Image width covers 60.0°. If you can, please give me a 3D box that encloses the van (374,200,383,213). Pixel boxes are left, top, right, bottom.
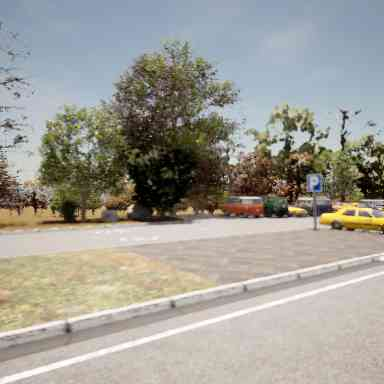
[{"bbox_3d":[29.730,2.225,49.379,1.878,1.987,4.442,2,-1,-35],"label":"van"}]

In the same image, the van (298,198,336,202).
[{"bbox_3d":[13.809,1.710,38.320,1.878,1.987,4.442,2,-1,-35],"label":"van"}]

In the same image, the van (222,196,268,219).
[{"bbox_3d":[4.691,1.437,31.823,1.878,1.987,4.442,1,-1,-35],"label":"van"}]

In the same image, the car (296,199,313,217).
[{"bbox_3d":[9.471,1.788,34.858,1.946,1.575,5.366,2,-1,-35],"label":"car"}]

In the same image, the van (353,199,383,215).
[{"bbox_3d":[25.085,2.078,46.356,1.878,1.987,4.442,2,-1,-35],"label":"van"}]

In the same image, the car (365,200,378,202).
[{"bbox_3d":[20.640,2.157,43.039,2.097,1.535,5.008,2,-1,-35],"label":"car"}]

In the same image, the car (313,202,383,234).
[{"bbox_3d":[10.115,1.608,19.255,1.946,1.575,5.366,1,-1,-35],"label":"car"}]

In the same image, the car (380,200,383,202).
[{"bbox_3d":[16.764,1.660,24.260,2.185,1.767,4.553,2,-1,-35],"label":"car"}]

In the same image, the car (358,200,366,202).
[{"bbox_3d":[18.283,2.080,41.359,2.097,1.535,5.008,2,-1,-35],"label":"car"}]

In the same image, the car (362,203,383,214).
[{"bbox_3d":[27.511,2.374,47.715,1.946,1.575,5.366,2,-1,-35],"label":"car"}]

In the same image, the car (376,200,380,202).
[{"bbox_3d":[22.896,2.231,44.645,2.231,1.521,4.892,2,-1,-35],"label":"car"}]

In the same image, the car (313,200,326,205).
[{"bbox_3d":[11.620,1.863,36.609,2.231,1.521,4.892,2,-1,-35],"label":"car"}]

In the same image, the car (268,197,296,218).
[{"bbox_3d":[7.098,1.472,33.428,2.435,2.045,5.566,1,-1,-35],"label":"car"}]
